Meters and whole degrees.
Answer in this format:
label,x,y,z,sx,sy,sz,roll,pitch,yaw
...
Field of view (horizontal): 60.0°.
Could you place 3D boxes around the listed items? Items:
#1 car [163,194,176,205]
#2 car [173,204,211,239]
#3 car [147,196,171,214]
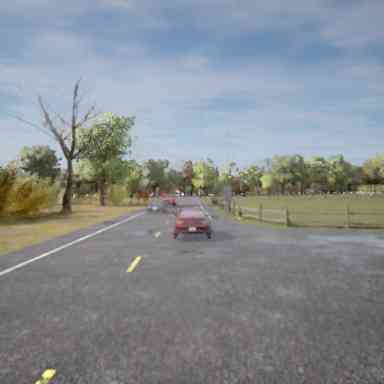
label,x,y,z,sx,sy,sz,roll,pitch,yaw
car,-3.762,1.319,53.985,2.150,2.045,5.566,0,0,0
car,0.013,1.529,17.332,1.812,1.442,4.674,0,0,0
car,-3.738,1.555,36.183,2.128,1.511,4.902,0,0,0
